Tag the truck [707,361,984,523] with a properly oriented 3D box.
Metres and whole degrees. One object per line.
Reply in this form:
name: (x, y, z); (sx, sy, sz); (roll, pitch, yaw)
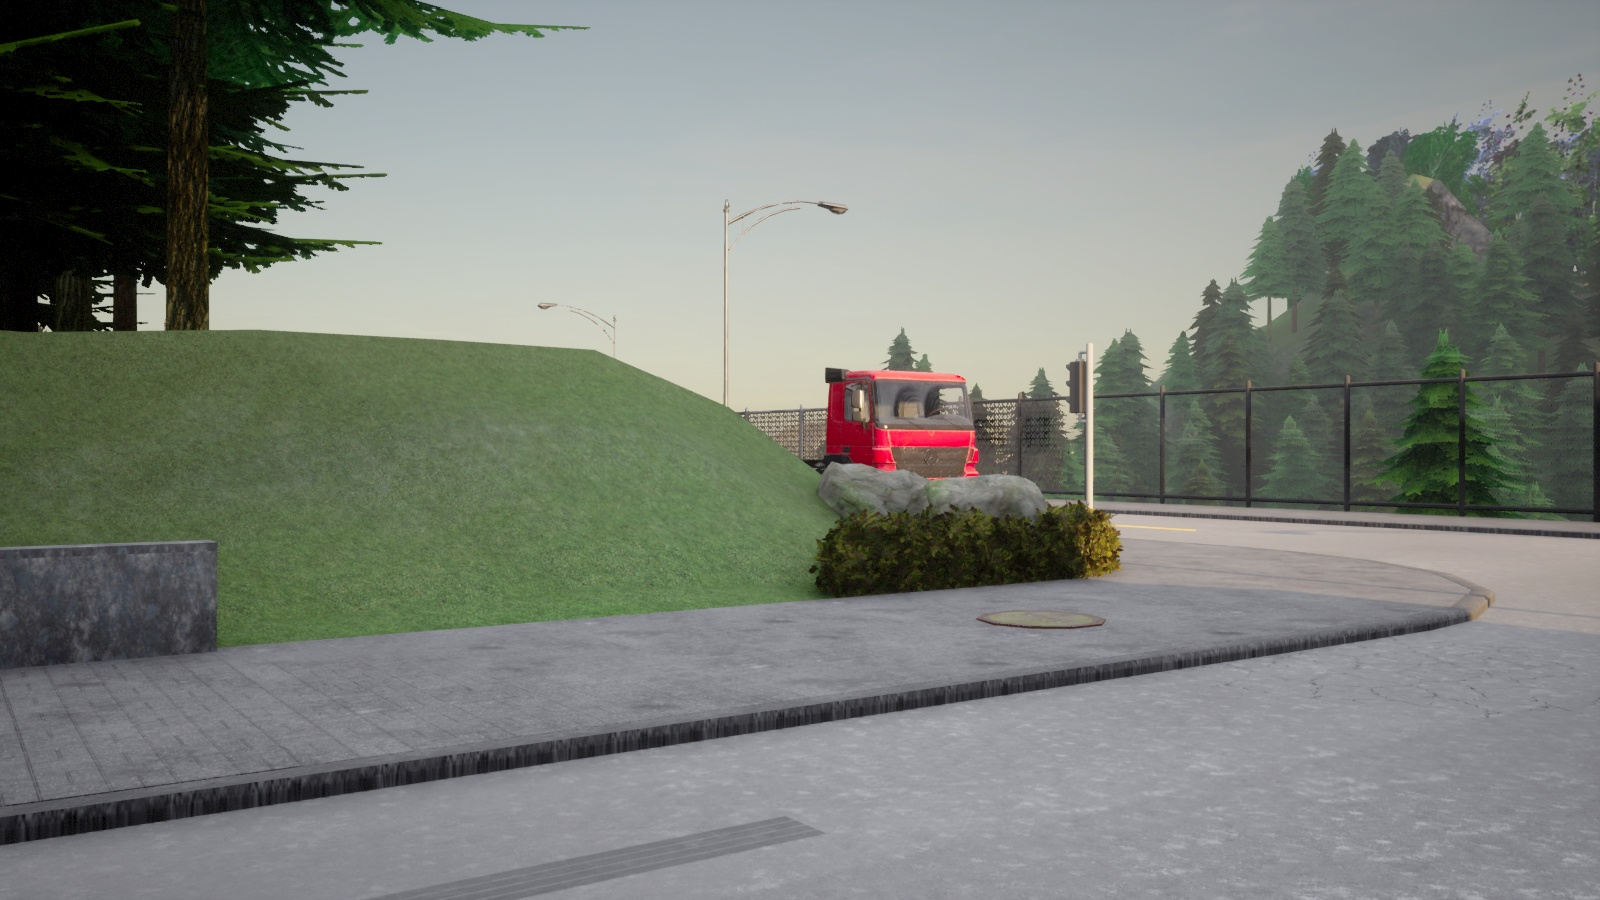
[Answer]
truck: (0.836, -0.163, 30.914); (2.891, 3.462, 7.936); (0, 0, -32)
